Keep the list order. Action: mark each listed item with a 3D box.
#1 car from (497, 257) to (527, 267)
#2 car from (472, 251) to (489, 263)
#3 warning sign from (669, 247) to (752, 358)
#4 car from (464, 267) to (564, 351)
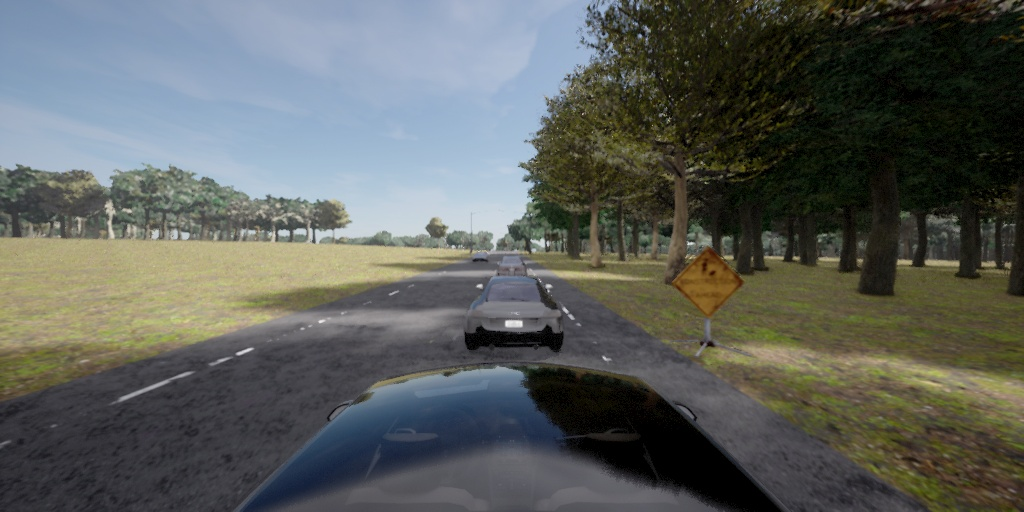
[{"bbox_3d":[0.002,0.747,23.181,2.033,1.411,5.357,0,2,0],"label":"car"},{"bbox_3d":[-3.810,0.125,44.207,2.033,1.411,5.357,0,2,0],"label":"car"},{"bbox_3d":[3.548,0.758,6.514,1.300,1.860,1.060,0,0,0],"label":"warning sign"},{"bbox_3d":[0.053,1.156,8.568,1.994,1.385,4.181,0,1,1],"label":"car"}]
